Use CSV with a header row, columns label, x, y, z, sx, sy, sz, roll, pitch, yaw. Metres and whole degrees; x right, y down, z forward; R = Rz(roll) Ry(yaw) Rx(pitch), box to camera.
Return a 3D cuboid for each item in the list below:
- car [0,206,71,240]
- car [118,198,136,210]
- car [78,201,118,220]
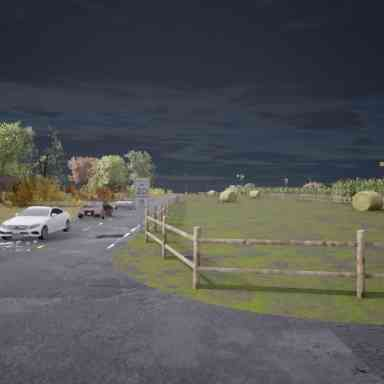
label,x,y,z,sx,sy,sz,roll,pitch,yaw
car,-7.547,1.434,16.592,1.812,1.442,4.674,1,0,0
car,-7.749,1.370,39.133,1.895,1.301,4.718,1,0,0
car,-7.645,1.406,26.699,1.994,1.385,4.181,1,1,-1
